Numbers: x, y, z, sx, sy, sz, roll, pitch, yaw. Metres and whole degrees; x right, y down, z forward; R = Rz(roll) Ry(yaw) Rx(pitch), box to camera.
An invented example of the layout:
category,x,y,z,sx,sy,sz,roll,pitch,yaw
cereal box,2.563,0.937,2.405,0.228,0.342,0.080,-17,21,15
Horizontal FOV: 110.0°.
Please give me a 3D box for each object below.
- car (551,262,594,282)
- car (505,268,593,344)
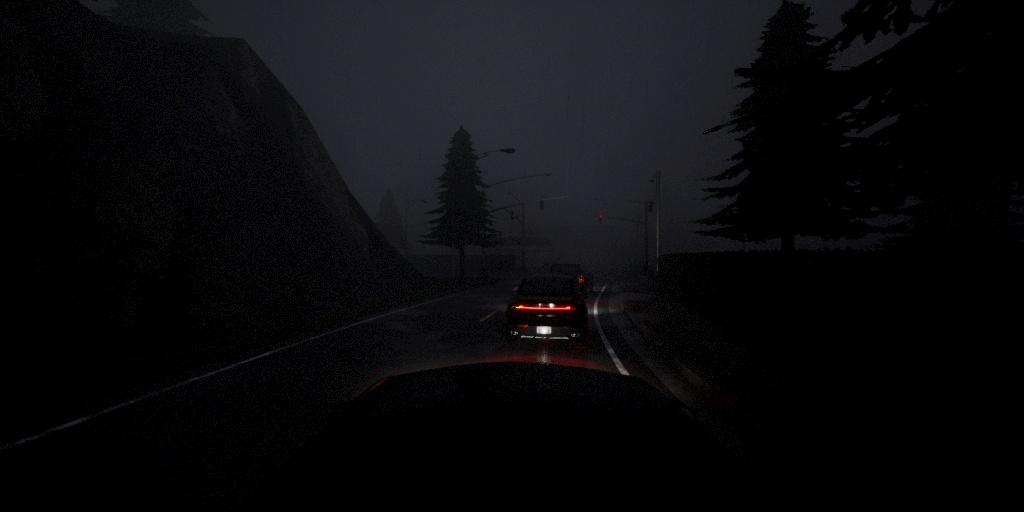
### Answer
category,x,y,z,sx,sy,sz,roll,pitch,yaw
car,3.017,1.102,18.583,2.097,1.767,4.553,0,0,17
car,1.018,1.255,9.661,1.837,1.490,4.892,0,0,9
